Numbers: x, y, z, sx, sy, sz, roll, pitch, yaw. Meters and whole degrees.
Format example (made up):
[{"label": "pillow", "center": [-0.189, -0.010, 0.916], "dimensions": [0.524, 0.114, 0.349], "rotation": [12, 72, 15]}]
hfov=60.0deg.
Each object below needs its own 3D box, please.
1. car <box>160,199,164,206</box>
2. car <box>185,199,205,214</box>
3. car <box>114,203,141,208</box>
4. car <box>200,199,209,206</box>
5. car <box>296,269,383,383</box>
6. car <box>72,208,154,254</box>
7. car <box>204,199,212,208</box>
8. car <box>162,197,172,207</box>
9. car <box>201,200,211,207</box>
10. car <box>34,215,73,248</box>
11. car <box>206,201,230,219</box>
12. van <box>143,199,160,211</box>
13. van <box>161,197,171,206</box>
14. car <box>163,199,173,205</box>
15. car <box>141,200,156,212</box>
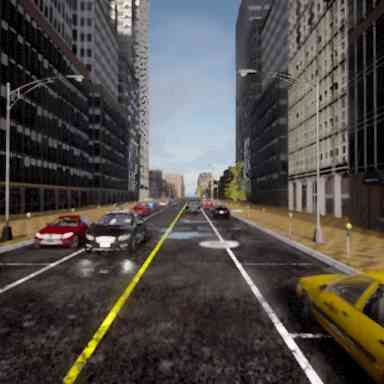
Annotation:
[{"label": "car", "center": [-5.665, 2.074, 49.592], "dimensions": [1.802, 1.307, 4.206], "rotation": [0, -1, 0]}, {"label": "car", "center": [0.119, 1.906, 41.584], "dimensions": [2.128, 1.511, 4.902], "rotation": [0, -1, 0]}, {"label": "car", "center": [-5.676, 1.821, 26.824], "dimensions": [2.008, 1.369, 4.403], "rotation": [0, -1, 0]}, {"label": "car", "center": [2.727, 2.235, 72.511], "dimensions": [1.752, 1.417, 4.829], "rotation": [0, -1, 0]}, {"label": "car", "center": [2.695, 1.570, 4.210], "dimensions": [1.752, 1.417, 4.829], "rotation": [0, -1, 0]}, {"label": "car", "center": [-3.093, 1.637, 14.280], "dimensions": [2.128, 1.511, 4.902], "rotation": [0, -1, 0]}, {"label": "car", "center": [2.720, 1.987, 55.266], "dimensions": [1.967, 1.590, 4.097], "rotation": [0, -1, 0]}, {"label": "car", "center": [-5.656, 2.094, 66.668], "dimensions": [1.967, 1.590, 4.097], "rotation": [0, -1, 0]}, {"label": "car", "center": [2.724, 2.236, 66.649], "dimensions": [1.802, 1.307, 4.206], "rotation": [0, -1, 0]}, {"label": "car", "center": [-5.680, 1.739, 15.439], "dimensions": [1.802, 1.307, 4.206], "rotation": [0, -1, 0]}, {"label": "car", "center": [2.708, 1.893, 32.499], "dimensions": [1.947, 1.339, 4.313], "rotation": [0, -1, 0]}, {"label": "van", "center": [-5.666, 1.779, 43.903], "dimensions": [1.690, 1.788, 3.998], "rotation": [0, -1, 0]}, {"label": "van", "center": [-5.653, 2.049, 72.362], "dimensions": [1.690, 1.788, 3.998], "rotation": [0, -1, 0]}, {"label": "car", "center": [-5.651, 2.327, 78.052], "dimensions": [1.947, 1.339, 4.313], "rotation": [0, -1, 0]}, {"label": "car", "center": [-5.670, 1.927, 38.208], "dimensions": [1.887, 1.381, 4.507], "rotation": [0, -1, 0]}]
